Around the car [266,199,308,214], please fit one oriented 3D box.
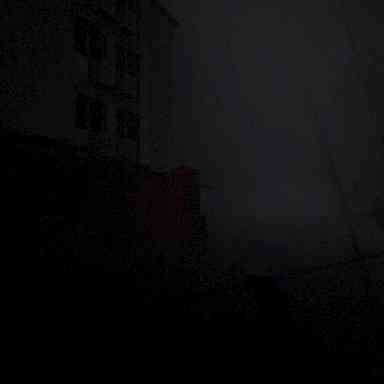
[{"bbox_3d":[9.984,1.526,35.329,1.812,1.442,4.674,0,0,-36],"label":"car"}]
